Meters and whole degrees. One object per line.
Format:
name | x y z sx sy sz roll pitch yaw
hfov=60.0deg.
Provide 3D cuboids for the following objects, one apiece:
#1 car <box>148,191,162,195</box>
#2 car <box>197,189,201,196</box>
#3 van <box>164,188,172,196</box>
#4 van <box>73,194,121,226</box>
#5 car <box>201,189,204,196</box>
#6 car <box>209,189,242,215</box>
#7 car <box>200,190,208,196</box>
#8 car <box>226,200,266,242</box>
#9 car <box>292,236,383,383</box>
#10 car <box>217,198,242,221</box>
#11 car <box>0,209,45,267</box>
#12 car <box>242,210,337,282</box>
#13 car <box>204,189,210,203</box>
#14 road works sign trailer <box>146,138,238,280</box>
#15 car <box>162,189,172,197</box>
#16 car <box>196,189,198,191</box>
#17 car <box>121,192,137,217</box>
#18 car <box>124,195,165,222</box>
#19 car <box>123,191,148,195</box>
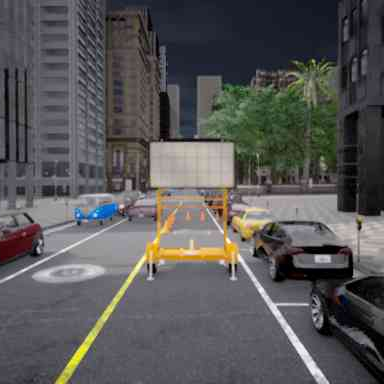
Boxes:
car | -5.757 0.765 47.525 1.947 1.339 4.313 0 1 0
car | 2.773 0.286 74.060 1.947 1.339 4.313 0 1 0
van | -5.751 -0.039 79.495 1.690 1.788 3.998 0 1 0
van | -5.761 1.004 20.085 1.690 1.788 3.998 0 1 0
car | 2.769 0.514 47.501 2.192 1.841 5.009 0 1 0
car | 2.765 0.886 25.557 2.192 1.841 5.009 0 1 0
car | 2.773 0.202 79.479 1.802 1.307 4.206 0 1 0
car | 2.764 1.277 14.758 1.752 1.417 4.829 0 1 0
car | 2.763 1.503 3.617 1.947 1.339 4.313 0 1 0
car | 2.765 1.245 20.075 1.802 1.307 4.206 0 1 0
car | -5.762 1.286 9.113 1.967 1.590 4.097 0 1 0
car | 2.763 1.412 9.103 1.947 1.339 4.313 0 1 0
car | 2.767 0.703 36.528 2.192 1.841 5.009 0 1 0
road works sign trailer | 0.001 0.305 9.380 2.380 3.560 2.880 0 1 0
car | -5.752 0.035 74.075 2.192 1.841 5.009 0 1 0
car | 2.775 -0.040 84.896 1.967 1.590 4.097 0 1 0
car | -5.760 1.011 25.574 1.967 1.590 4.097 0 1 0
car | -3.098 1.146 22.597 1.812 1.442 4.674 0 1 0
car | -5.759 0.795 31.058 2.192 1.841 5.009 0 1 0
